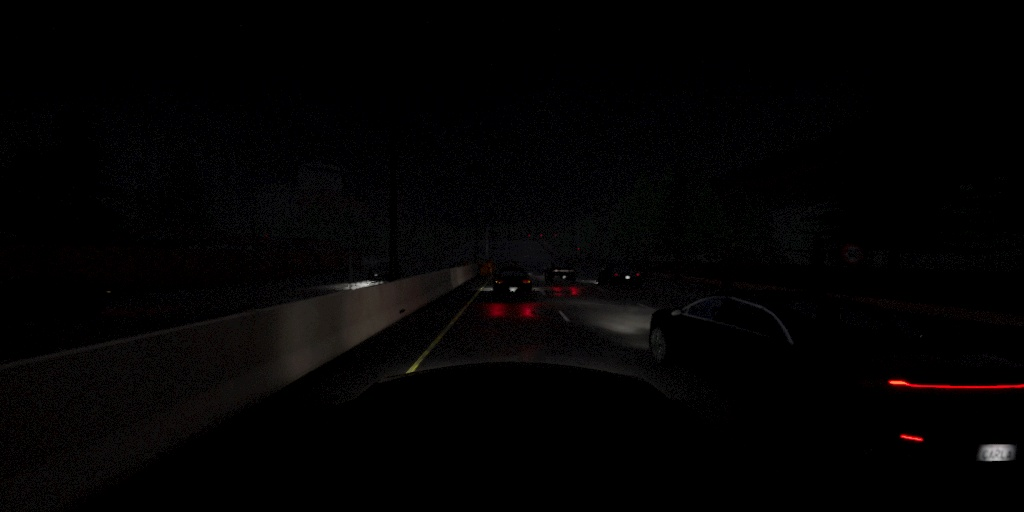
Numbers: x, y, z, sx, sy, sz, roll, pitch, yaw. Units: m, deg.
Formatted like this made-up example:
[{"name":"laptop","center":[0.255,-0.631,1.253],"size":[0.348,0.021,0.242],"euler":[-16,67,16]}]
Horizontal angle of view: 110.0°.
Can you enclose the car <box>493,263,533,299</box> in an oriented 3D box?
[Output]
[{"name":"car","center":[0.027,1.255,17.868],"size":[1.812,1.442,4.674],"euler":[0,0,0]}]

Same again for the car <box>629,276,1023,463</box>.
[{"name":"car","center":[3.566,1.228,5.061],"size":[2.128,1.511,4.902],"euler":[0,0,0]}]

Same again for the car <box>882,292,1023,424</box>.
[{"name":"car","center":[7.060,1.294,3.788],"size":[1.994,1.385,4.181],"euler":[0,0,0]}]

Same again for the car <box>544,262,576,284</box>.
[{"name":"car","center":[3.485,1.201,26.396],"size":[2.128,1.511,4.902],"euler":[0,0,0]}]

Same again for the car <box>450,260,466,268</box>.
[{"name":"car","center":[-7.254,1.271,49.533],"size":[1.994,1.385,4.181],"euler":[0,0,0]}]

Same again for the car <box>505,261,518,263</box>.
[{"name":"car","center":[-0.071,1.231,36.846],"size":[1.812,1.442,4.674],"euler":[0,0,0]}]

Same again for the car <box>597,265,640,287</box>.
[{"name":"car","center":[6.999,1.268,23.740],"size":[1.994,1.385,4.181],"euler":[0,0,0]}]

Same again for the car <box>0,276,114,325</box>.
[{"name":"car","center":[-14.132,1.300,9.960],"size":[1.812,1.442,4.674],"euler":[0,0,0]}]

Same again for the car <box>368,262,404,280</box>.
[{"name":"car","center":[-10.734,1.230,30.743],"size":[2.128,1.511,4.902],"euler":[0,0,0]}]
